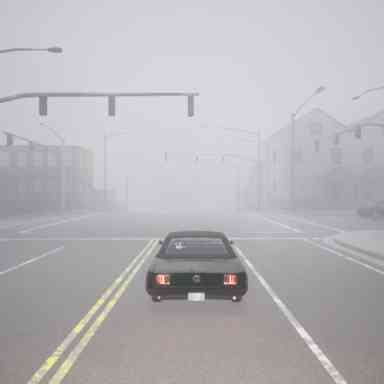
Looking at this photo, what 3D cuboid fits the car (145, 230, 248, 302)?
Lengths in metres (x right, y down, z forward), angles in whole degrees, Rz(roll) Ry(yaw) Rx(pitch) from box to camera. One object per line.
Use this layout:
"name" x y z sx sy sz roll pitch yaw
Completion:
"car" 0.101 1.598 8.210 1.895 1.301 4.718 0 0 0

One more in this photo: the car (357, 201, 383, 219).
"car" 16.657 1.470 28.186 5.008 1.535 1.882 0 0 -1
